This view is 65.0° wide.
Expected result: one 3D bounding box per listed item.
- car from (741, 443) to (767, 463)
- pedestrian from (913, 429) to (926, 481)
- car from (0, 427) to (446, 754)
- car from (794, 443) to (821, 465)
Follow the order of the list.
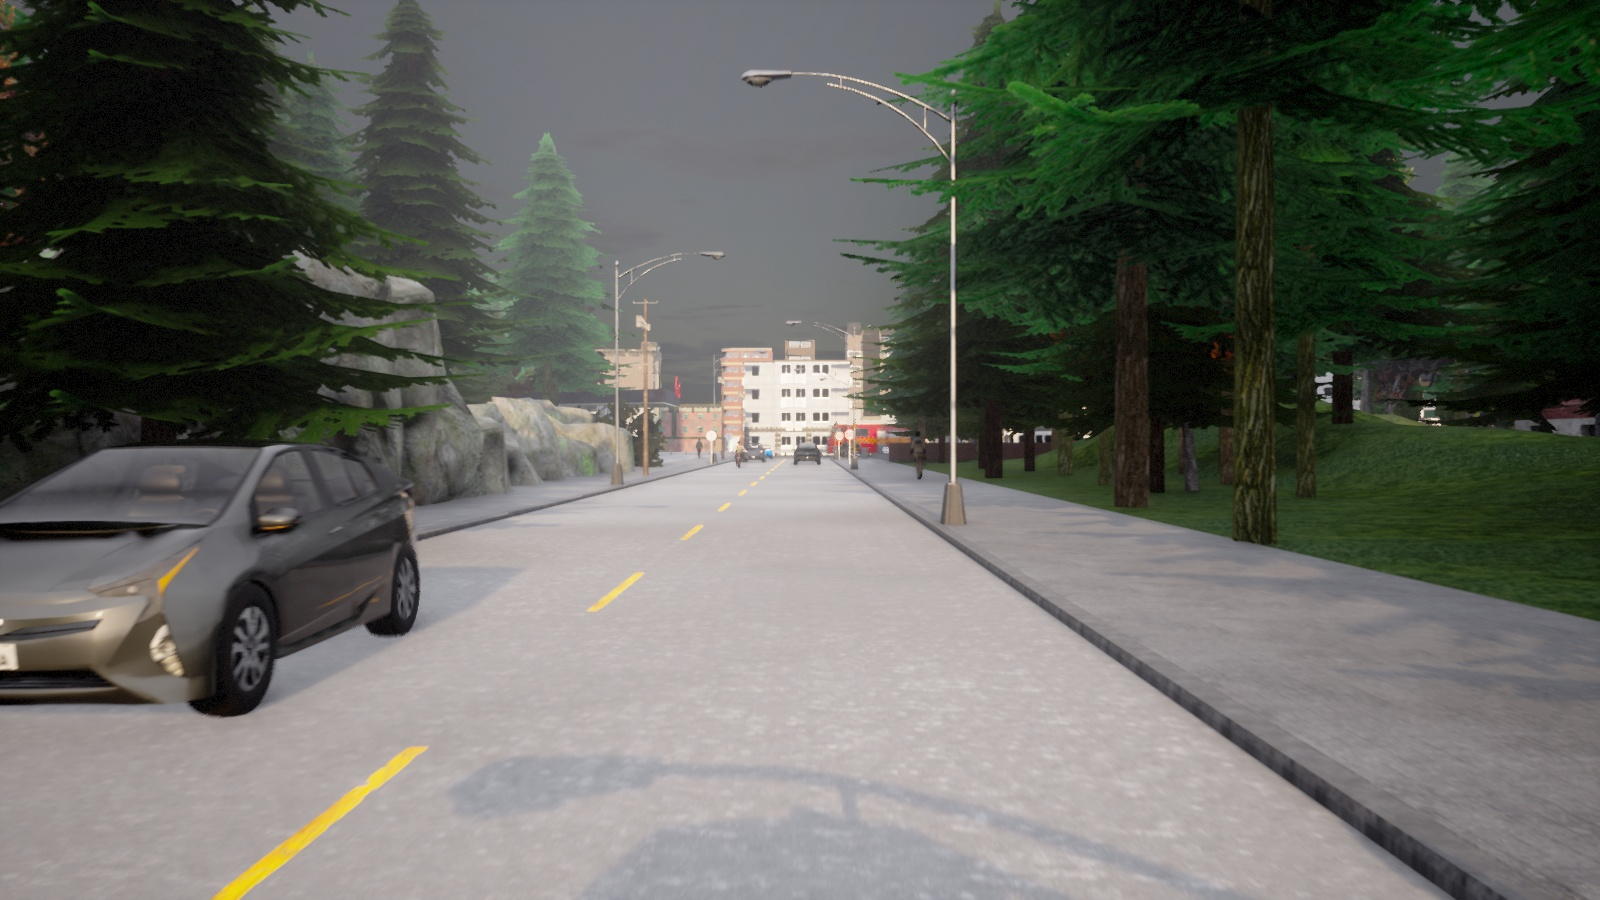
[{"bbox_3d":[-3.469,0.223,94.968,1.845,1.501,3.633,0,0,0],"label":"car"},{"bbox_3d":[4.464,0.195,47.061,0.396,1.930,0.692,0,0,-2],"label":"pedestrian"},{"bbox_3d":[-3.938,0.645,8.112,2.007,1.525,4.514,0,0,0],"label":"car"},{"bbox_3d":[0.499,0.259,87.569,1.837,1.490,4.892,0,1,0],"label":"car"}]
